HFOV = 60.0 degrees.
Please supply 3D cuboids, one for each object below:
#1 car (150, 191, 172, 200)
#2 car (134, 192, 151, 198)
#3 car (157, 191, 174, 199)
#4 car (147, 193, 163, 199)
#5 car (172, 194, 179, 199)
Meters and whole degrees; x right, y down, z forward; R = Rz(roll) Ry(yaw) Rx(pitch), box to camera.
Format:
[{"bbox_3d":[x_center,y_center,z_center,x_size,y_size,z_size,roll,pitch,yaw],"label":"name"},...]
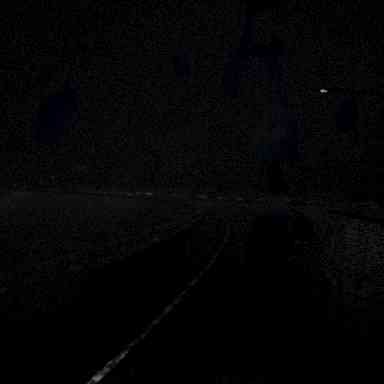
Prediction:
[{"bbox_3d":[-7.613,1.183,80.867,2.033,1.411,5.357,2,0,-30],"label":"car"},{"bbox_3d":[-13.118,1.015,89.936,1.895,1.301,4.718,2,0,-36],"label":"car"},{"bbox_3d":[-7.591,0.852,94.356,2.150,2.045,5.566,2,0,-36],"label":"car"},{"bbox_3d":[-10.320,1.056,92.055,2.128,1.511,4.902,2,0,-36],"label":"car"},{"bbox_3d":[-5.017,1.215,83.395,1.882,1.535,5.008,2,0,-30],"label":"car"}]
